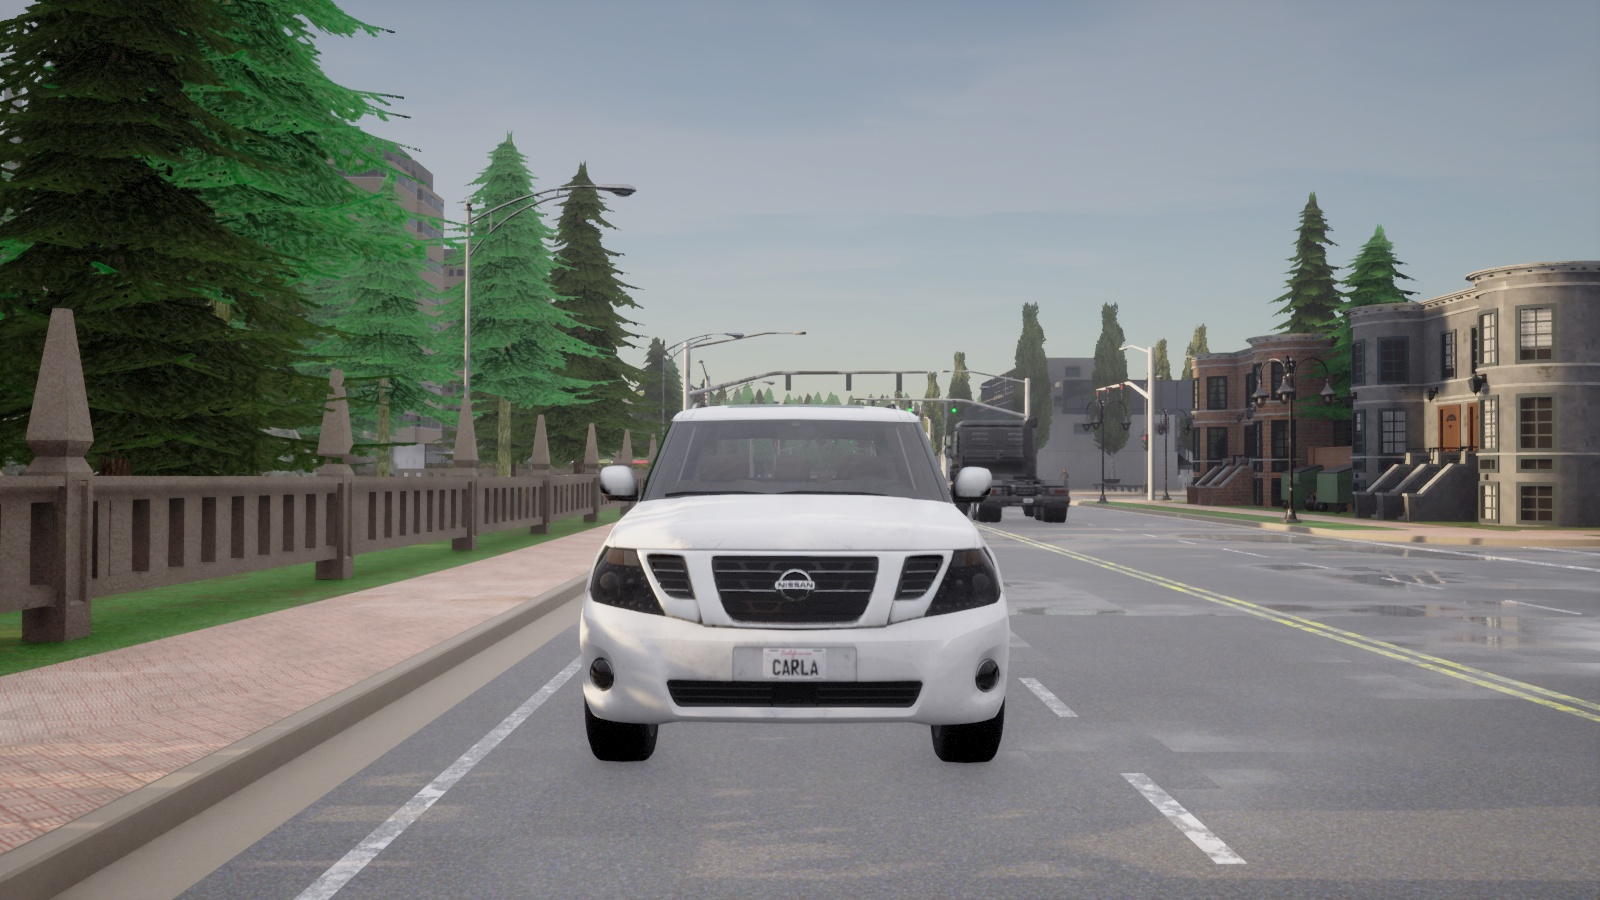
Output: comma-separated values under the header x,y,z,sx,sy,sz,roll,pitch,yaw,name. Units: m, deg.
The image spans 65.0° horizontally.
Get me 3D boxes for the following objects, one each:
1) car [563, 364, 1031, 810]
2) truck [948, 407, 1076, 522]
x,y,z,sx,sy,sz,roll,pitch,yaw,name
-0.025,0.678,8.576,2.150,2.045,5.566,0,-1,0,car
6.880,0.508,41.955,2.891,3.462,7.936,0,-1,0,truck
